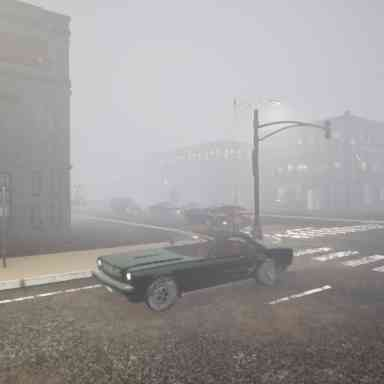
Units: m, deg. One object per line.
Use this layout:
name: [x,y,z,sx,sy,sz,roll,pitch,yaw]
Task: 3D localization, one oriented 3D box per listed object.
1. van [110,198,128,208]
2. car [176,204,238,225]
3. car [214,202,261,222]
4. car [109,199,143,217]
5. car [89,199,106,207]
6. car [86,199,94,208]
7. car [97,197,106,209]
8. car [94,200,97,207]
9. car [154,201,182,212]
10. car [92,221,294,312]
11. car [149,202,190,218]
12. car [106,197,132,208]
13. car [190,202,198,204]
van: [-13.012,1.906,59.085,1.690,1.788,3.998,-1,0,-36]
car: [1.007,1.814,24.833,1.947,1.339,4.313,-2,0,-36]
car: [3.314,1.744,26.293,1.812,1.442,4.674,-1,0,-35]
car: [-6.961,1.846,36.196,1.967,1.590,4.097,-1,0,-36]
car: [-19.441,2.227,68.094,1.887,1.381,4.507,-1,0,-36]
car: [-19.256,2.158,63.395,2.128,1.511,4.902,-1,0,-36]
car: [-13.427,2.051,55.234,2.128,1.511,4.902,-1,0,-36]
car: [-16.230,1.939,63.589,2.192,1.841,5.009,-1,0,-36]
car: [-3.356,1.965,45.572,1.802,1.307,4.206,-2,0,-36]
car: [0.187,1.600,7.821,4.718,1.301,1.895,0,0,-36]
car: [-2.733,1.830,34.752,2.128,1.511,4.902,-1,0,-36]
car: [-8.778,1.677,43.245,2.150,2.045,5.566,-1,0,-35]
car: [-0.140,1.903,41.068,1.802,1.307,4.206,-2,0,-36]
